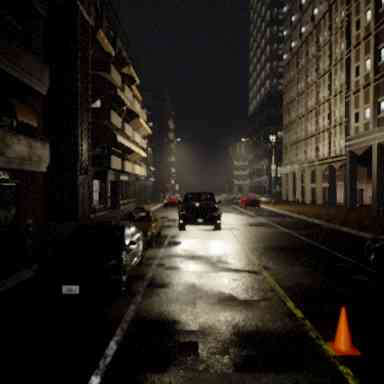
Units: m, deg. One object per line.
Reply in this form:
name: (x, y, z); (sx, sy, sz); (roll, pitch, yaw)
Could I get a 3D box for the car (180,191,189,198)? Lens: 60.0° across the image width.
car: (-1.715, 0.540, 76.234); (2.008, 1.369, 4.403); (0, 1, 0)

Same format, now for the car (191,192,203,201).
car: (0.822, 0.803, 57.363); (1.994, 1.385, 4.181); (0, 1, 0)

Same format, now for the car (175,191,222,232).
car: (0.406, 0.968, 18.708); (2.150, 2.045, 5.566); (0, 1, 1)

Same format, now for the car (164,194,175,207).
car: (-2.040, 0.939, 36.697); (1.967, 1.590, 4.097); (0, 1, 0)

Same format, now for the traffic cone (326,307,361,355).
traffic cone: (2.110, 1.898, 4.643); (0.340, 0.580, 0.340); (0, 1, 0)

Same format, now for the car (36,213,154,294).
car: (-2.273, 1.441, 8.460); (1.947, 1.339, 4.313); (0, 1, 0)

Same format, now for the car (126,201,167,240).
car: (-2.228, 1.326, 13.938); (1.752, 1.417, 4.829); (0, 1, 0)

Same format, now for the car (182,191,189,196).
car: (-1.659, 0.408, 89.151); (1.802, 1.307, 4.206); (0, 1, 0)

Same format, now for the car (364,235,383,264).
car: (6.108, 1.471, 8.392); (1.947, 1.339, 4.313); (0, 1, 0)

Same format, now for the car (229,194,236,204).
car: (6.432, 0.932, 47.926); (2.008, 1.369, 4.403); (0, 1, 0)

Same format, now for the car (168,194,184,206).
car: (-1.994, 1.006, 42.347); (1.802, 1.307, 4.206); (0, 1, 0)

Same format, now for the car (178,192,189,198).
car: (-1.762, 0.611, 70.587); (2.008, 1.369, 4.403); (0, 1, 0)

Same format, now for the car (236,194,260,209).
car: (6.340, 1.074, 36.630); (1.887, 1.381, 4.507); (0, 1, 0)
